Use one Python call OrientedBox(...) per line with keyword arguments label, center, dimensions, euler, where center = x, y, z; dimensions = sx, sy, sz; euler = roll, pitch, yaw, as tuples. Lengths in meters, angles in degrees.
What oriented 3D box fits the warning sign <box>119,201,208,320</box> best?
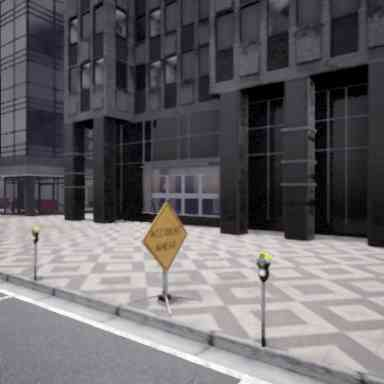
OrientedBox(label="warning sign", center=(-0.501, 1.113, 6.154), dimensions=(1.060, 1.860, 1.300), euler=(0, 0, 36))
